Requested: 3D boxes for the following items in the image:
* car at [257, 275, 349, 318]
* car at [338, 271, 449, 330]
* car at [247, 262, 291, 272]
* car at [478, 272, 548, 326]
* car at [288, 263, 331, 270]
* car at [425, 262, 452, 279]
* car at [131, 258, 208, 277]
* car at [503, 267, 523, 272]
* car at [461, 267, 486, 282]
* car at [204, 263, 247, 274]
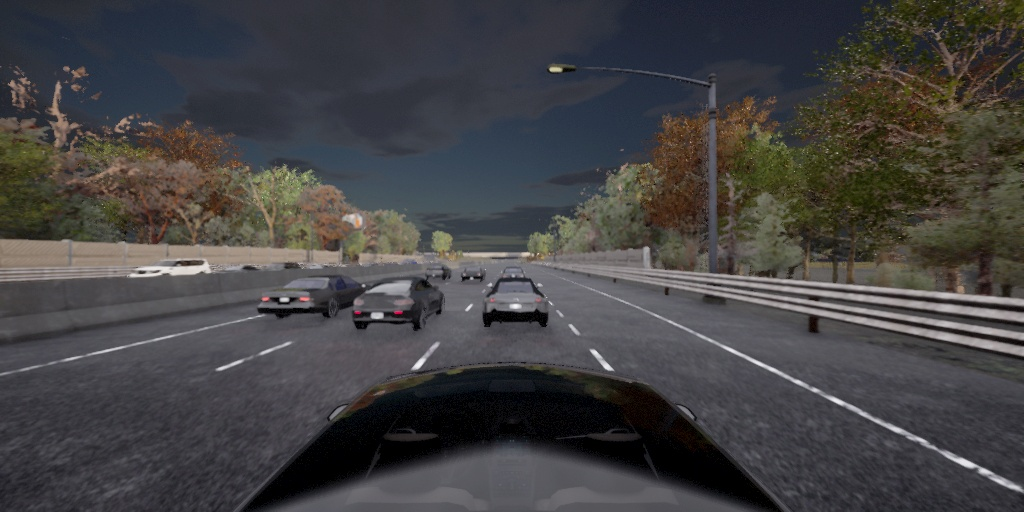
[{"bbox_3d":[-6.902,1.399,13.380,2.033,1.411,5.357,0,-1,0],"label":"car"},{"bbox_3d":[-3.401,1.359,11.349,1.812,1.442,4.674,0,-1,0],"label":"car"},{"bbox_3d":[-21.098,1.380,32.535,2.097,1.767,4.553,0,-1,0],"label":"car"},{"bbox_3d":[0.099,1.404,12.091,1.994,1.385,4.181,0,-1,0],"label":"car"},{"bbox_3d":[-17.606,1.553,32.358,1.812,1.442,4.674,0,-1,0],"label":"car"},{"bbox_3d":[-6.904,1.535,34.034,2.128,1.511,4.902,0,-1,0],"label":"car"},{"bbox_3d":[-28.099,1.224,29.888,2.150,2.045,5.566,0,0,0],"label":"car"},{"bbox_3d":[0.097,1.538,28.394,2.033,1.411,5.357,0,-1,0],"label":"car"},{"bbox_3d":[-3.403,1.631,32.595,1.895,1.301,4.718,0,-1,0],"label":"car"},{"bbox_3d":[-24.604,1.552,32.337,1.812,1.442,4.674,0,-1,0],"label":"car"}]
